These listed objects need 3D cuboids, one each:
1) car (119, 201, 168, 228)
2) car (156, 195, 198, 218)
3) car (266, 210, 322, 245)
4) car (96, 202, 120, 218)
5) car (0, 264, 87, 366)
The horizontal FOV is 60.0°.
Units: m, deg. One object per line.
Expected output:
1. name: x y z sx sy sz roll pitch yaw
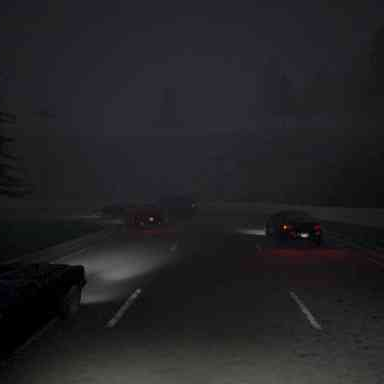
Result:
1. car: -3.532 1.577 23.375 1.882 1.535 5.008 1 -1 -23
2. car: -2.079 1.358 32.097 5.566 2.045 2.150 -1 -1 36
3. car: 4.745 1.599 15.827 1.812 1.442 4.674 0 0 4
4. car: -6.669 1.654 30.579 4.674 1.442 1.812 0 -1 28
5. car: -3.099 1.619 4.436 1.895 1.301 4.718 0 0 3
